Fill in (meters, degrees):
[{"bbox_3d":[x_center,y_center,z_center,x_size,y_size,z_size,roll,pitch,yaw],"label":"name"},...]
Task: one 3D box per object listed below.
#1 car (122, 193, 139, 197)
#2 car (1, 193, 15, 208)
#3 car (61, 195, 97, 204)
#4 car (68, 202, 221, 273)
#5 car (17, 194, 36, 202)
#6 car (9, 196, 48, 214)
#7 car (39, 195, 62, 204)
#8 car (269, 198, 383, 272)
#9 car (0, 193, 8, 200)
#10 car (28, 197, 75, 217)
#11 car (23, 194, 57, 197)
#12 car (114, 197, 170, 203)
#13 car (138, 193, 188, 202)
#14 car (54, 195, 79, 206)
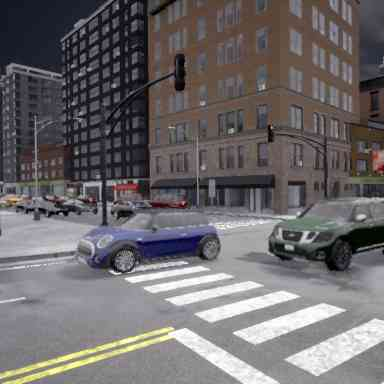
[{"bbox_3d":[-6.296,1.045,35.132,2.192,1.841,5.009,0,1,-44],"label":"car"},{"bbox_3d":[-23.799,1.248,40.912,1.752,1.417,4.829,0,1,-44],"label":"car"},{"bbox_3d":[-10.606,1.336,31.280,1.812,1.442,4.674,-1,1,-44],"label":"car"},{"bbox_3d":[-1.292,1.360,10.749,4.553,1.767,2.097,1,0,-36],"label":"car"},{"bbox_3d":[-29.327,1.044,58.832,1.802,1.307,4.206,0,1,-44],"label":"car"},{"bbox_3d":[-16.243,1.375,33.137,1.947,1.339,4.313,0,1,-44],"label":"car"},{"bbox_3d":[-21.650,1.136,50.933,1.802,1.307,4.206,0,1,-44],"label":"car"},{"bbox_3d":[5.084,1.245,11.320,5.566,2.045,2.150,-1,0,-35],"label":"car"},{"bbox_3d":[-40.842,0.886,70.681,1.947,1.339,4.313,0,1,-44],"label":"car"},{"bbox_3d":[-12.405,1.418,29.188,1.947,1.339,4.313,0,1,-44],"label":"car"},{"bbox_3d":[-17.536,1.258,38.424,1.812,1.442,4.674,-1,1,-44],"label":"car"},{"bbox_3d":[-4.187,1.372,24.677,2.128,1.511,4.902,-1,1,-44],"label":"car"},{"bbox_3d":[-2.457,1.087,31.182,2.192,1.841,5.009,0,1,-44],"label":"car"},{"bbox_3d":[-17.812,1.181,46.983,1.802,1.307,4.206,0,1,-44],"label":"car"}]
